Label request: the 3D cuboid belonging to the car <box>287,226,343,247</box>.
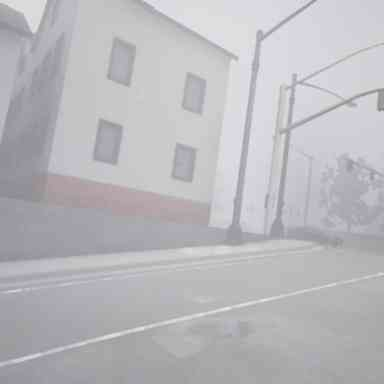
[{"bbox_3d":[9.585,3.390,26.023,1.994,1.385,4.181,12,-7,-35],"label":"car"}]
